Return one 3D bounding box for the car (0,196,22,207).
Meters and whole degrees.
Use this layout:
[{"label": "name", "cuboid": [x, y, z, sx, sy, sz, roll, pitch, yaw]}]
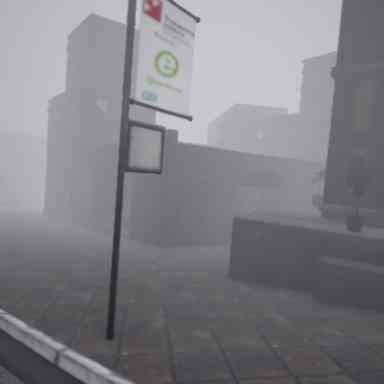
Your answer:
[{"label": "car", "cuboid": [-25.726, 1.291, 46.544, 1.812, 1.442, 4.674, 5, -1, 7]}]
